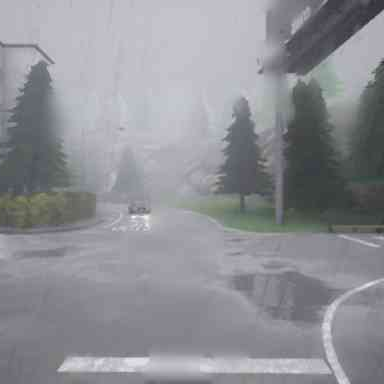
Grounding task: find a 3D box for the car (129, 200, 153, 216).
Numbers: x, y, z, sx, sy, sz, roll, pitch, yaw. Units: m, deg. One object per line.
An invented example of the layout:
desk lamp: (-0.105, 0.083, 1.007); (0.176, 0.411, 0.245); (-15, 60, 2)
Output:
car: (-4.822, 1.406, 30.934); (1.994, 1.385, 4.181); (0, 0, -13)
